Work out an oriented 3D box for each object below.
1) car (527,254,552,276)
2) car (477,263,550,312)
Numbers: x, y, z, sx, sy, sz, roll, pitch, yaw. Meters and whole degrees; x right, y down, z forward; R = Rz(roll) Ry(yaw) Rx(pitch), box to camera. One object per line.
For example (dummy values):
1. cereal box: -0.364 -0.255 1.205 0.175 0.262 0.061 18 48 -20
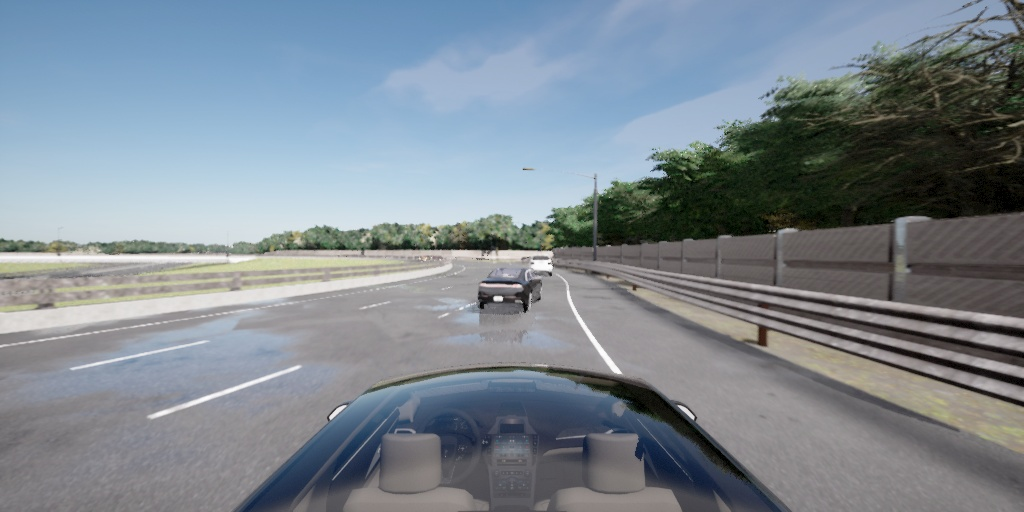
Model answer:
1. car: 2.767 0.854 36.216 2.150 2.045 5.566 1 0 1
2. car: 0.065 1.192 14.178 2.128 1.511 4.902 1 0 12
